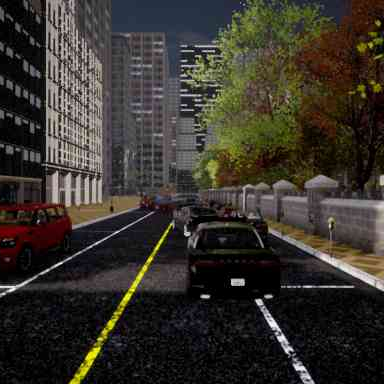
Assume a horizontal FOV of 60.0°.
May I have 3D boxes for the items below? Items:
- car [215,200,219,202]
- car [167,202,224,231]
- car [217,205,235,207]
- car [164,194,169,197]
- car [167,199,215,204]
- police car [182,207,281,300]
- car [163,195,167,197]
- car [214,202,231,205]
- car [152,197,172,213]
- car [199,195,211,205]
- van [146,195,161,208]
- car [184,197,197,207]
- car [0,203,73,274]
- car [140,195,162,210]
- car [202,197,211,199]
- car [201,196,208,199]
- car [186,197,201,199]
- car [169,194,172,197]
[{"bbox_3d":[2.472,1.561,27.211,1.947,1.339,4.313,0,0,0],"label":"car"},{"bbox_3d":[0.174,1.502,18.208,1.837,1.490,4.892,0,0,-15],"label":"car"},{"bbox_3d":[2.526,1.548,16.111,2.008,1.369,4.403,0,0,0],"label":"car"},{"bbox_3d":[-5.712,1.504,60.374,1.752,1.417,4.829,0,0,0],"label":"car"},{"bbox_3d":[0.078,1.501,24.801,1.837,1.490,4.892,0,0,17],"label":"car"},{"bbox_3d":[0.819,1.424,8.585,1.930,1.638,5.238,0,0,0],"label":"police car"},{"bbox_3d":[-5.686,1.564,55.004,1.802,1.307,4.206,0,0,0],"label":"car"},{"bbox_3d":[2.499,1.578,21.661,1.802,1.307,4.206,0,0,0],"label":"car"},{"bbox_3d":[-2.886,1.556,36.312,1.994,1.385,4.181,0,0,0],"label":"car"},{"bbox_3d":[2.313,1.418,60.509,1.967,1.590,4.097,0,0,0],"label":"car"},{"bbox_3d":[-5.659,1.327,49.463,1.690,1.788,3.998,0,0,0],"label":"van"},{"bbox_3d":[-0.215,1.531,53.451,2.033,1.411,5.357,0,0,0],"label":"car"},{"bbox_3d":[-5.475,1.314,10.673,2.192,1.841,5.009,0,0,0],"label":"car"},{"bbox_3d":[-5.633,1.304,43.922,2.192,1.841,5.009,0,0,0],"label":"car"},{"bbox_3d":[2.419,1.557,38.310,1.947,1.339,4.313,0,0,0],"label":"car"},{"bbox_3d":[2.366,1.568,49.410,1.802,1.307,4.206,0,0,0],"label":"car"},{"bbox_3d":[-0.156,1.515,43.468,1.812,1.442,4.674,0,0,0],"label":"car"},{"bbox_3d":[-5.647,1.282,77.167,2.192,1.841,5.009,0,0,0],"label":"car"}]
